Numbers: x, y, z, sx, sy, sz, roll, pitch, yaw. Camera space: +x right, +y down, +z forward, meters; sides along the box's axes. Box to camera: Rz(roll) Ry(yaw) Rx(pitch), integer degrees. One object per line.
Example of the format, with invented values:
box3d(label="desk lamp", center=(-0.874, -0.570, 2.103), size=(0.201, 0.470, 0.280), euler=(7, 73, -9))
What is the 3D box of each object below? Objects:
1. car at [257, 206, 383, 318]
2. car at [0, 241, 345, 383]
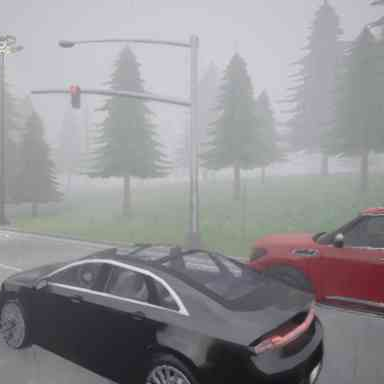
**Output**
box3d(label="car", center=(3.646, 1.222, 5.690), size=(5.566, 2.045, 2.150), euler=(0, 0, 35))
box3d(label="car", center=(-0.801, 1.488, 4.564), size=(4.902, 1.511, 2.128), euler=(0, 0, 35))
